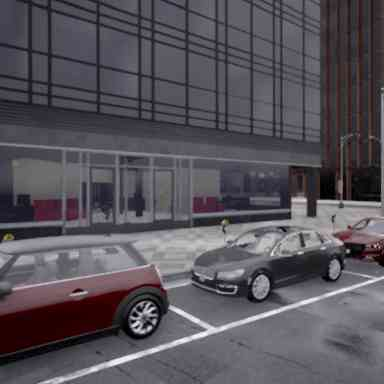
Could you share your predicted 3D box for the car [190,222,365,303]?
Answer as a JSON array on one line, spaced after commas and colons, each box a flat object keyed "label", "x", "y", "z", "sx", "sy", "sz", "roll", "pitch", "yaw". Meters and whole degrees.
[{"label": "car", "x": 1.995, "y": 1.529, "z": 8.058, "sx": 4.403, "sy": 1.369, "sz": 2.008, "roll": 0, "pitch": 0, "yaw": -35}]

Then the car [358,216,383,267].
[{"label": "car", "x": 6.445, "y": 1.504, "z": 11.216, "sx": 4.507, "sy": 1.381, "sz": 1.887, "roll": 0, "pitch": 0, "yaw": -35}]

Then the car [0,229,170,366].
[{"label": "car", "x": -2.456, "y": 1.438, "z": 4.899, "sx": 4.097, "sy": 1.590, "sz": 1.967, "roll": 0, "pitch": 0, "yaw": -35}]
